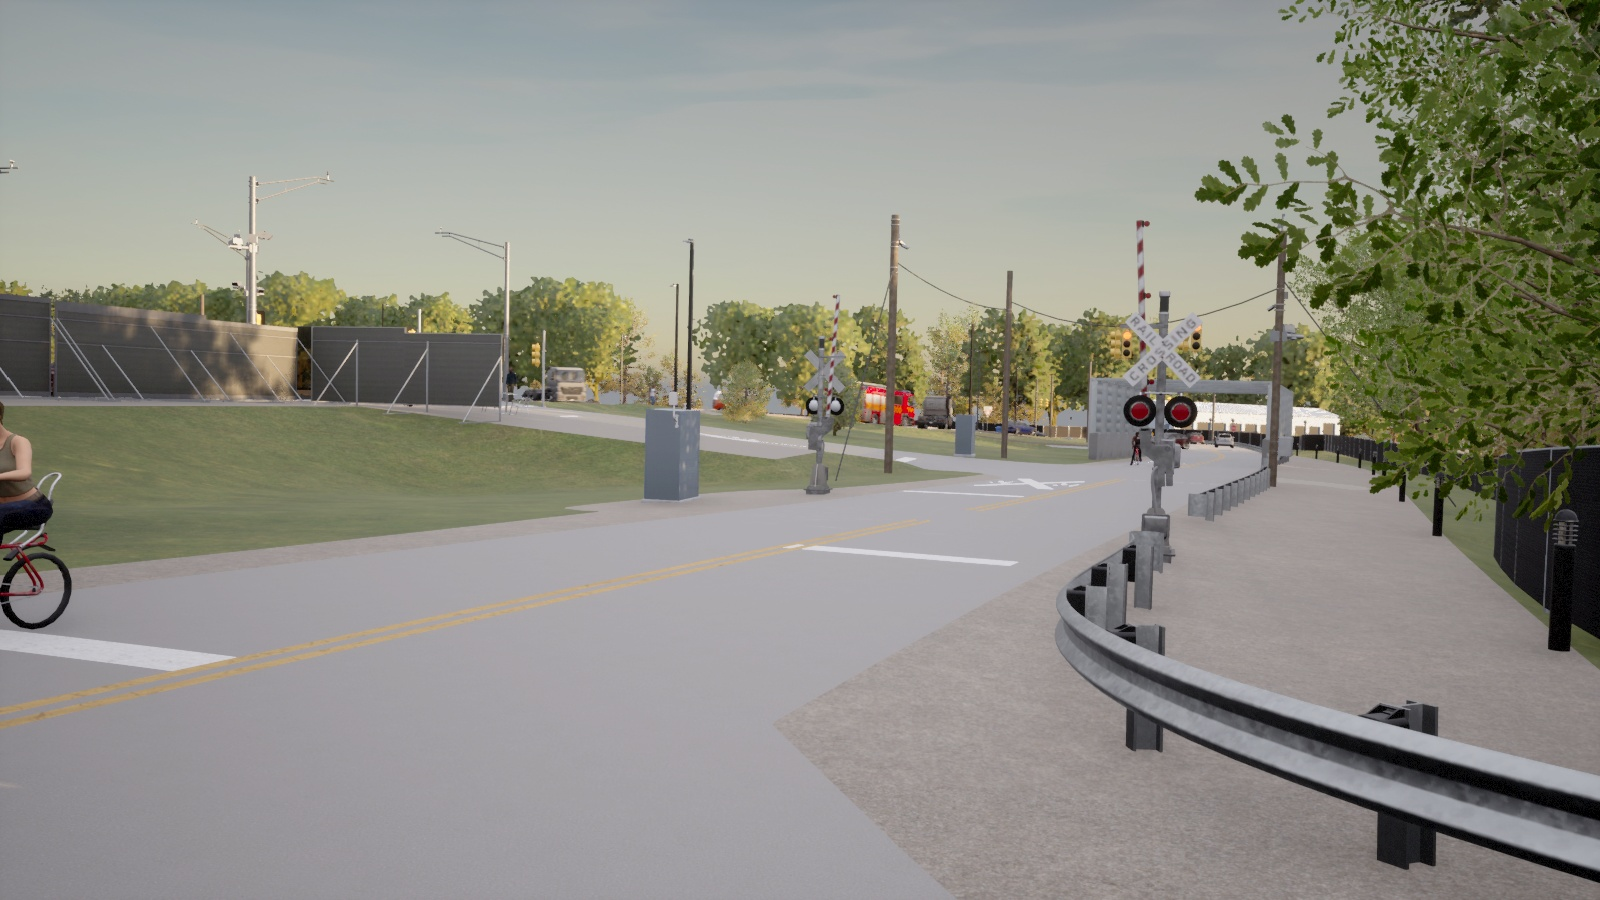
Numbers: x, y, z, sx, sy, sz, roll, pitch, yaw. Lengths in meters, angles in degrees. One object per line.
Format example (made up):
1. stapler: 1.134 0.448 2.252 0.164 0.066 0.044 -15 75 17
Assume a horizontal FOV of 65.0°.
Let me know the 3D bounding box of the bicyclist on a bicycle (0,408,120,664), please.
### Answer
1. bicyclist on a bicycle: -5.397 0.536 8.177 0.866 1.612 1.509 1 1 19

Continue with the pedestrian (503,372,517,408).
1. pedestrian: -15.086 -3.131 65.259 0.402 1.842 0.726 1 3 17
